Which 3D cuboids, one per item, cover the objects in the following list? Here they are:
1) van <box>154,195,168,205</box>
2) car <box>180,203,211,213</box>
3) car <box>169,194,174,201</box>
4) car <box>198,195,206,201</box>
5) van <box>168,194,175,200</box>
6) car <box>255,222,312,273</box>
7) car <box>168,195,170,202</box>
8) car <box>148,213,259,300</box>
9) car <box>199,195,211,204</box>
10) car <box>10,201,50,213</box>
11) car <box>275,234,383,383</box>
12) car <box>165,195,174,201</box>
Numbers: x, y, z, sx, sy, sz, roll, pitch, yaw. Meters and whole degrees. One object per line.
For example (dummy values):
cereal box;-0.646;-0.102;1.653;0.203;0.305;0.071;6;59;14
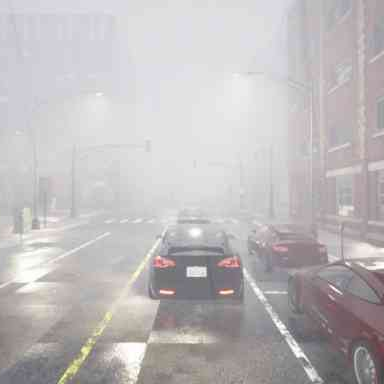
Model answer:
van;-5.797;1.344;59.648;1.690;1.788;3.998;1;0;0
car;0.065;1.548;17.687;2.033;1.411;5.357;0;0;-1
car;-5.835;1.588;76.605;1.802;1.307;4.206;1;0;0
car;2.522;1.575;87.887;1.947;1.339;4.313;1;0;0
van;-5.866;1.352;93.562;1.690;1.788;3.998;1;0;0
car;2.816;1.582;10.373;1.802;1.307;4.206;1;0;0
car;-5.812;1.586;65.300;1.802;1.307;4.206;1;0;0
car;0.083;1.504;8.414;2.163;1.488;4.792;0;0;0
car;2.580;1.528;59.796;1.752;1.417;4.829;1;0;0
car;-18.790;1.720;38.712;4.313;1.339;1.947;0;-1;0
car;2.658;1.582;4.716;1.802;1.307;4.206;1;0;0
car;-5.857;1.559;87.909;2.008;1.369;4.403;1;0;0
